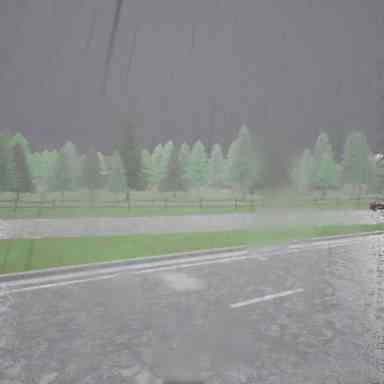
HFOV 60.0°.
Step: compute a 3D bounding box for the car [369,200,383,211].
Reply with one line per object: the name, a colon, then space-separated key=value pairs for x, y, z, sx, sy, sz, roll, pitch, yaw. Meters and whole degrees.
car: x=21.826 y=1.488 z=36.683 sx=4.718 sy=1.301 sz=1.895 roll=0 pitch=0 yaw=-24
